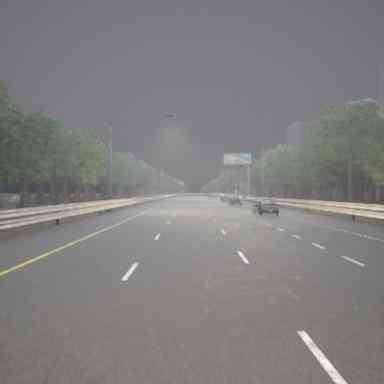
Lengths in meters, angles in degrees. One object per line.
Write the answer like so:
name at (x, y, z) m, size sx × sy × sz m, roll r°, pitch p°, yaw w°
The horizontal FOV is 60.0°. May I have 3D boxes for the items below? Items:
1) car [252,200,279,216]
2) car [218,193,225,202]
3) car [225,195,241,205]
car at (7.067, 1.498, 32.204) m, size 2.128 × 1.511 × 4.902 m, roll 0°, pitch 0°, yaw 0°
car at (7.323, 1.511, 74.229) m, size 2.128 × 1.511 × 4.902 m, roll 0°, pitch 0°, yaw 0°
car at (7.194, 1.551, 56.784) m, size 1.837 × 1.490 × 4.892 m, roll 0°, pitch 0°, yaw 0°
